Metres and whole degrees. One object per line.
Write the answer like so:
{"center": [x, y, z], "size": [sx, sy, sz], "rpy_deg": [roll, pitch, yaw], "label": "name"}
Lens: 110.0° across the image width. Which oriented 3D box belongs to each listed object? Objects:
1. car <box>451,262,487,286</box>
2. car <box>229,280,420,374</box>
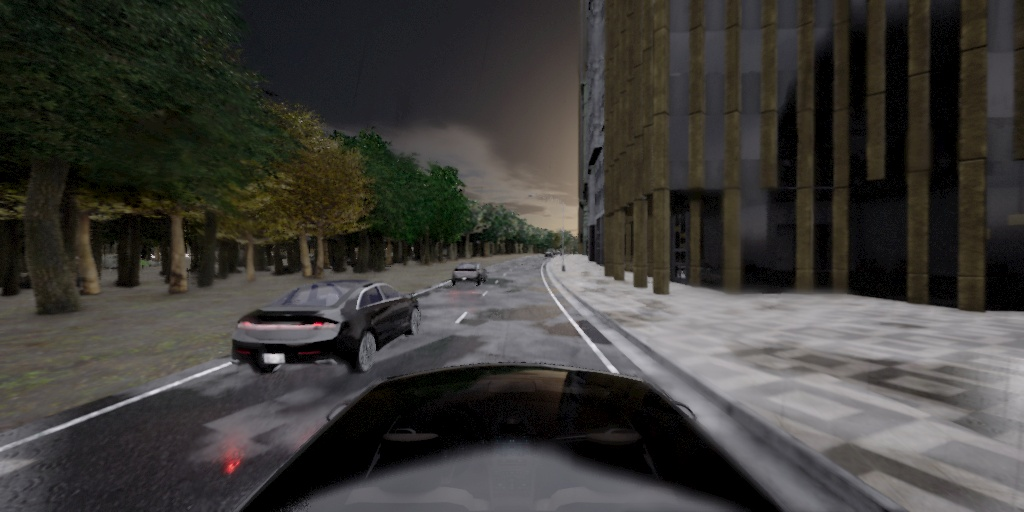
{"center": [-2.817, 1.155, 24.351], "size": [2.128, 1.511, 4.902], "rpy_deg": [0, 1, 3], "label": "car"}
{"center": [-3.330, 1.237, 7.495], "size": [2.128, 1.511, 4.902], "rpy_deg": [0, 0, 1], "label": "car"}
